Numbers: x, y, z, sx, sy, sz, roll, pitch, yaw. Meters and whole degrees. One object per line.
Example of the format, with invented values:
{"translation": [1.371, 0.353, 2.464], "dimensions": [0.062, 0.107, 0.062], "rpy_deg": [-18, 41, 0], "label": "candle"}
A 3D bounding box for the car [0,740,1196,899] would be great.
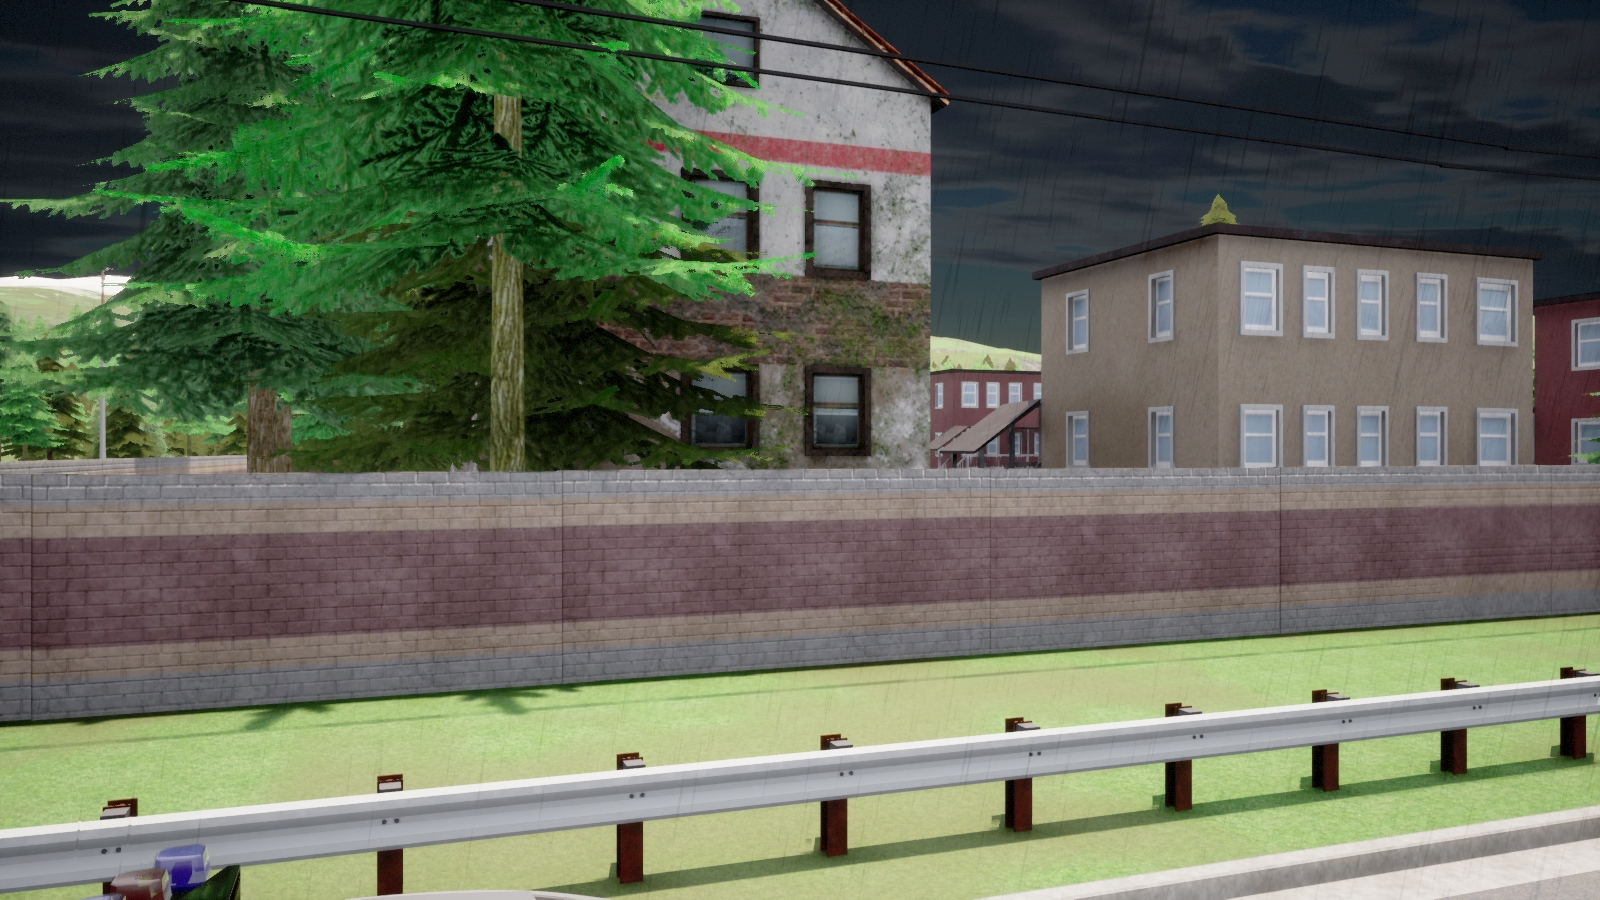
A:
{"translation": [-1.671, 1.982, 2.695], "dimensions": [5.238, 1.638, 2.097], "rpy_deg": [0, 0, -20], "label": "car"}
